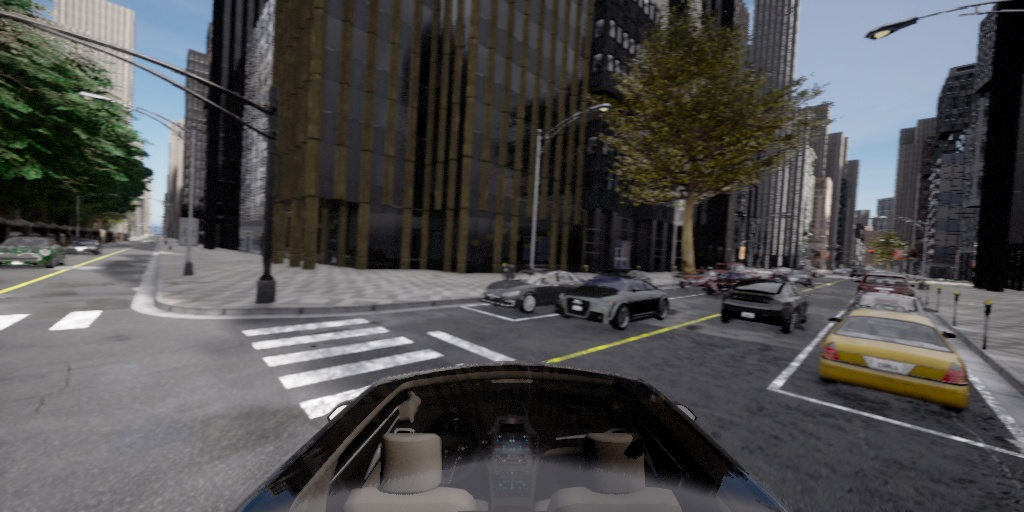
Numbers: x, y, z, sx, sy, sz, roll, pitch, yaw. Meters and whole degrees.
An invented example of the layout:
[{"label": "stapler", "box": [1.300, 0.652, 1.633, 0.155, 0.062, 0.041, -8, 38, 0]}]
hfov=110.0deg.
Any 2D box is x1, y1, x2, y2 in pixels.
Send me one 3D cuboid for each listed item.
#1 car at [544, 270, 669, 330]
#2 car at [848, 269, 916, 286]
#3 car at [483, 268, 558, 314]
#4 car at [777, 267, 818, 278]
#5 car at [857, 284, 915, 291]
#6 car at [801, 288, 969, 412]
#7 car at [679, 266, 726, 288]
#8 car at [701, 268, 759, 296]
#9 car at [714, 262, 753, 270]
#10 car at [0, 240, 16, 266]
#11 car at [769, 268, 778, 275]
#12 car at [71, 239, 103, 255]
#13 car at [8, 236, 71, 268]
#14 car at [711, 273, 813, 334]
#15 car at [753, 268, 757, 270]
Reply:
[{"label": "car", "box": [3.233, 1.294, 11.209, 4.181, 1.385, 1.994, 2, 2, -44]}, {"label": "car", "box": [18.701, 1.793, 18.125, 5.009, 1.841, 2.192, 0, 0, -44]}, {"label": "car", "box": [0.914, 1.111, 12.718, 4.403, 1.370, 2.007, 0, 0, -44]}, {"label": "car", "box": [27.954, 2.125, 35.071, 4.902, 1.511, 2.128, 2, 2, -44]}, {"label": "car", "box": [10.794, 1.743, 10.448, 4.403, 1.370, 2.007, 0, 0, -44]}, {"label": "car", "box": [6.962, 1.575, 6.727, 4.829, 1.417, 1.751, 0, 0, -44]}, {"label": "car", "box": [12.776, 1.571, 24.235, 4.207, 1.307, 1.802, 0, 0, -44]}, {"label": "car", "box": [12.736, 1.637, 20.434, 4.181, 1.385, 1.994, 2, 2, -44]}, {"label": "car", "box": [16.730, 1.447, 28.074, 5.009, 1.841, 2.192, 0, 0, -44]}, {"label": "car", "box": [-18.133, 0.301, 11.151, 2.128, 1.511, 4.902, 2, 1, -43]}, {"label": "car", "box": [32.547, 2.149, 43.430, 4.097, 1.591, 1.967, 0, 0, -44]}, {"label": "car", "box": [-40.585, -0.874, 34.160, 2.128, 1.511, 4.902, 2, 1, -44]}, {"label": "car", "box": [-26.593, -0.286, 19.782, 2.097, 1.767, 4.553, 2, 1, -44]}, {"label": "car", "box": [8.631, 1.538, 12.134, 4.892, 1.490, 1.837, 2, 2, -44]}, {"label": "car", "box": [20.684, 1.716, 31.913, 4.097, 1.591, 1.967, 0, 0, -44]}]
